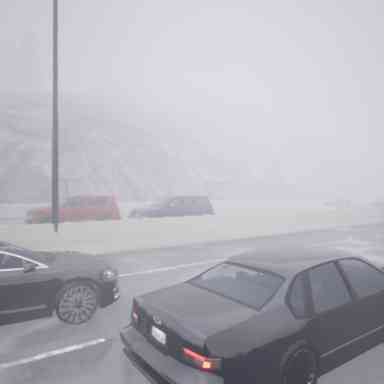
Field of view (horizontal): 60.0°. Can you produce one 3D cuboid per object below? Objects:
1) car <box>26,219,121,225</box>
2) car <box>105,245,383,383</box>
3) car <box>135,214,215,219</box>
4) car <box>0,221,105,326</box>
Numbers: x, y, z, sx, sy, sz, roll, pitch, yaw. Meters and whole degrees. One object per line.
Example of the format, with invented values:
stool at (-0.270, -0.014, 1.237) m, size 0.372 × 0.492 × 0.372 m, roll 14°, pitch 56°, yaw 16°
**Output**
car at (-7.134, 1.224, 20.397) m, size 5.566 × 2.045 × 2.150 m, roll 0°, pitch 0°, yaw -35°
car at (1.694, 1.548, 4.951) m, size 5.357 × 1.411 × 2.033 m, roll 0°, pitch 0°, yaw -35°
car at (-1.147, 1.224, 20.363) m, size 5.566 × 2.045 × 2.150 m, roll 0°, pitch 0°, yaw -35°
car at (-3.627, 1.492, 5.456) m, size 4.902 × 1.511 × 2.128 m, roll 0°, pitch 0°, yaw -35°
